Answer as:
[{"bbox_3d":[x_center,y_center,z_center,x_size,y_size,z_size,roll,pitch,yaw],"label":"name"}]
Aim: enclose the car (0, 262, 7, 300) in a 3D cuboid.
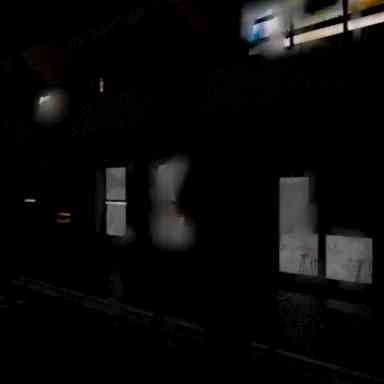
[{"bbox_3d":[-5.439,1.552,6.753,4.403,1.369,2.008,0,0,36],"label":"car"}]
